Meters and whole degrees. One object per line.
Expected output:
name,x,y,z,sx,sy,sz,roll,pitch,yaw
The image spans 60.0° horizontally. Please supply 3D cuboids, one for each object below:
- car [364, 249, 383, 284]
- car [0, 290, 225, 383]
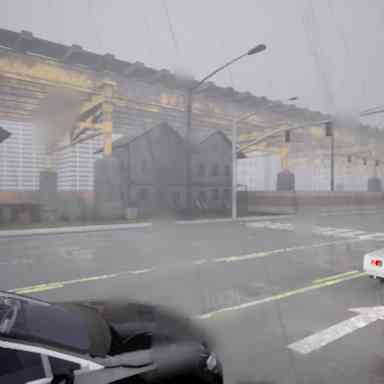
car,6.382,1.644,8.313,4.718,1.301,1.895,0,0,-35
car,-1.927,1.491,2.371,4.902,1.511,2.128,0,0,-35
